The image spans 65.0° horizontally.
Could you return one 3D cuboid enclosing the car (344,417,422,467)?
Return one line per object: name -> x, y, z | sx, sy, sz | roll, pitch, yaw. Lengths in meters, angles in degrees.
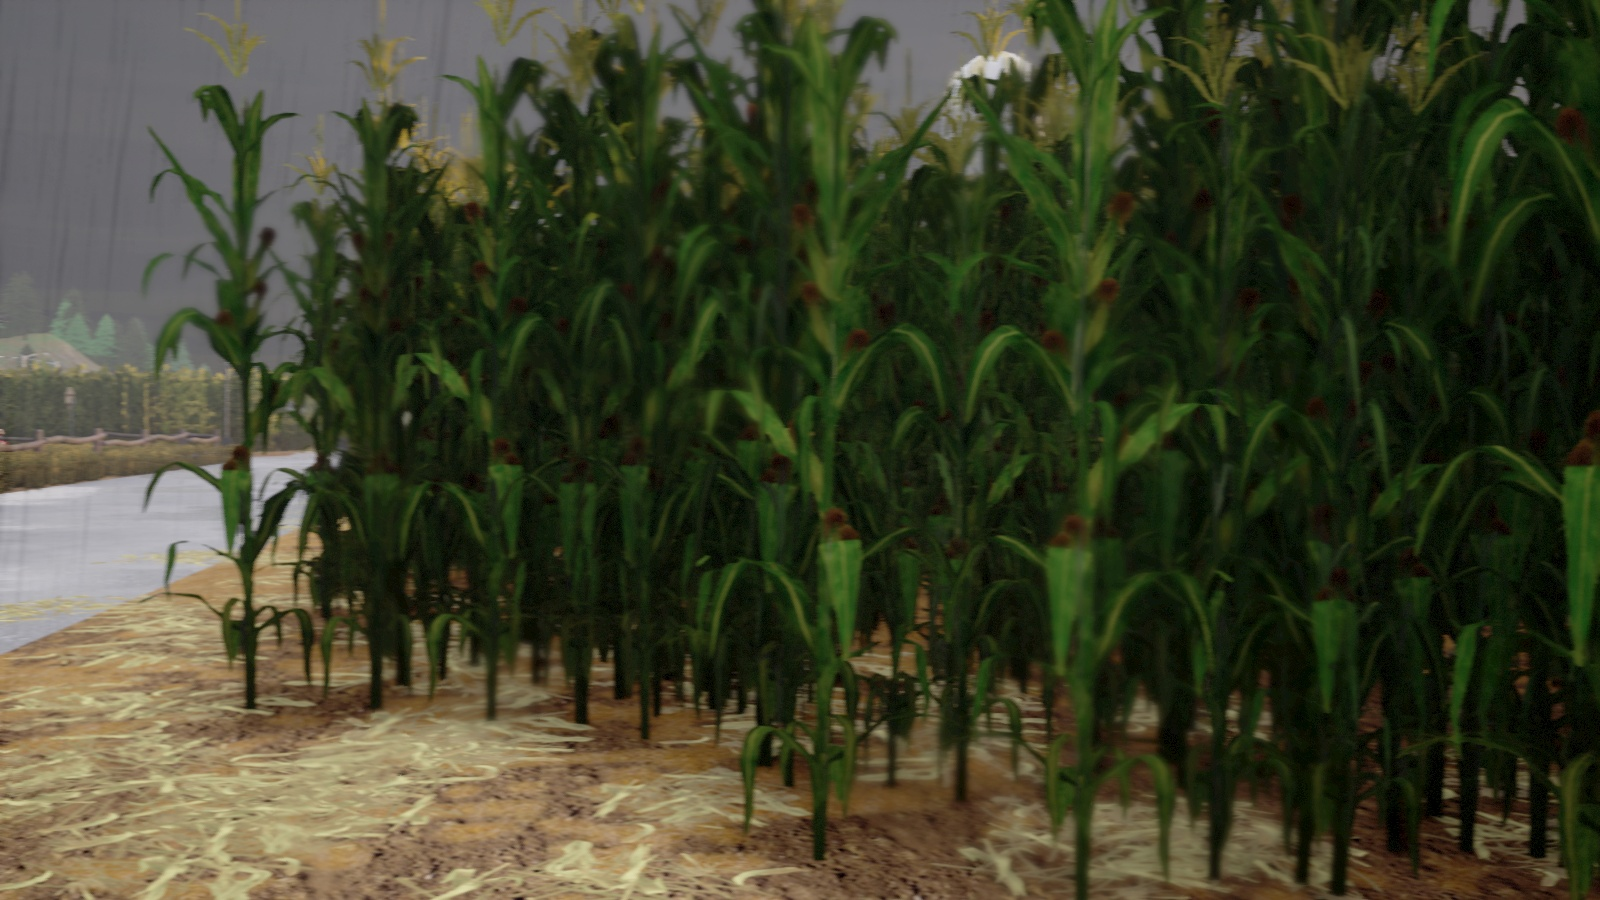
car -> -16.320, -0.279, 48.962 | 1.932, 1.855, 4.605 | 0, 0, -31
